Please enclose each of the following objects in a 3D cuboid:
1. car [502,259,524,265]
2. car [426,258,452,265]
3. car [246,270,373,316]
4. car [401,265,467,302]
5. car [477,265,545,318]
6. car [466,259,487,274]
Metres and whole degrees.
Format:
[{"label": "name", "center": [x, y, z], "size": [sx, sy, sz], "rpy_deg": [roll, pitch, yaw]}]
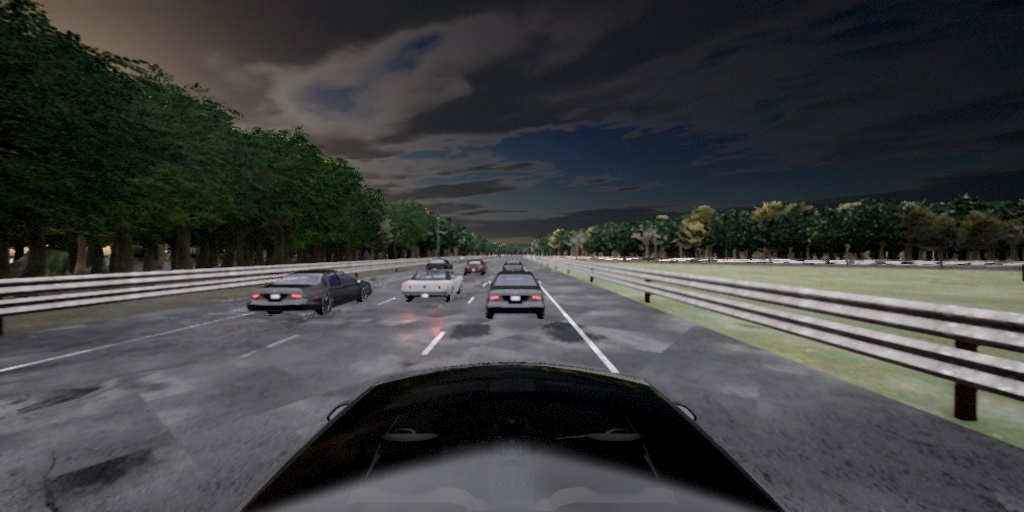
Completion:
[{"label": "car", "center": [0.099, 1.017, 32.910], "size": [2.128, 1.511, 4.902], "rpy_deg": [0, 0, 0]}, {"label": "car", "center": [-6.902, 0.993, 34.502], "size": [1.882, 1.535, 5.008], "rpy_deg": [0, 0, 0]}, {"label": "car", "center": [-6.903, 1.213, 12.965], "size": [2.033, 1.411, 5.357], "rpy_deg": [0, 0, 0]}, {"label": "car", "center": [-3.406, 1.242, 16.252], "size": [1.895, 1.301, 4.718], "rpy_deg": [0, 0, 0]}, {"label": "car", "center": [0.102, 1.216, 12.556], "size": [2.033, 1.411, 5.357], "rpy_deg": [0, 0, 0]}, {"label": "car", "center": [-3.401, 1.044, 33.970], "size": [1.812, 1.442, 4.674], "rpy_deg": [0, 0, 0]}]
